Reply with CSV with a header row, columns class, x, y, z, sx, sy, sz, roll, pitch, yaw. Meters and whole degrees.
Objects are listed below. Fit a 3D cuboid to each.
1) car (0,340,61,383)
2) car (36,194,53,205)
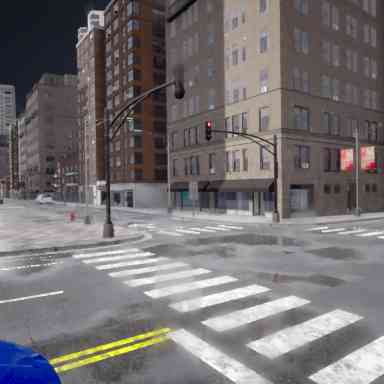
class,x,y,z,sx,sy,sz,roll,pitch,yaw
car,-3.098,1.478,1.238,5.008,1.535,1.882,0,0,-35
car,-28.386,1.418,63.807,2.150,2.045,5.566,-1,0,-35
